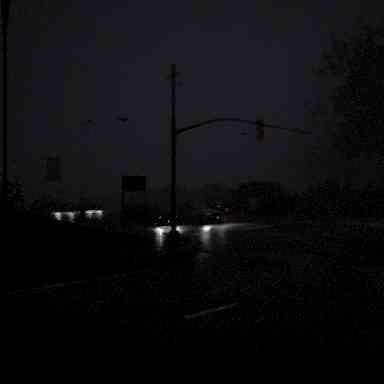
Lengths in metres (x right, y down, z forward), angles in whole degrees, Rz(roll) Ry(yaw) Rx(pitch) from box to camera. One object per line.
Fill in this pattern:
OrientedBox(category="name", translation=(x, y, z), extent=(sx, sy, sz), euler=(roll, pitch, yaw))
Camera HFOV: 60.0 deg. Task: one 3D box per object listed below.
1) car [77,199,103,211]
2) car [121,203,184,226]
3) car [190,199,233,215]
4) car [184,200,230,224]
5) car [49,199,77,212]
OrientedBox(category="car", translation=(-13.075, 1.532, 41.828), extent=(2.033, 1.411, 5.357), euler=(0, 0, -39))
OrientedBox(category="car", translation=(-3.158, 1.535, 23.862), extent=(2.033, 1.411, 5.357), euler=(0, 0, -39))
OrientedBox(category="car", translation=(1.957, 1.508, 34.428), extent=(1.812, 1.442, 4.674), euler=(0, 0, -39))
OrientedBox(category="car", translation=(0.350, 1.509, 25.085), extent=(1.812, 1.442, 4.674), euler=(0, 0, -39))
OrientedBox(category="car", translation=(-15.642, 1.515, 39.441), extent=(1.812, 1.442, 4.674), euler=(0, 0, -39))
